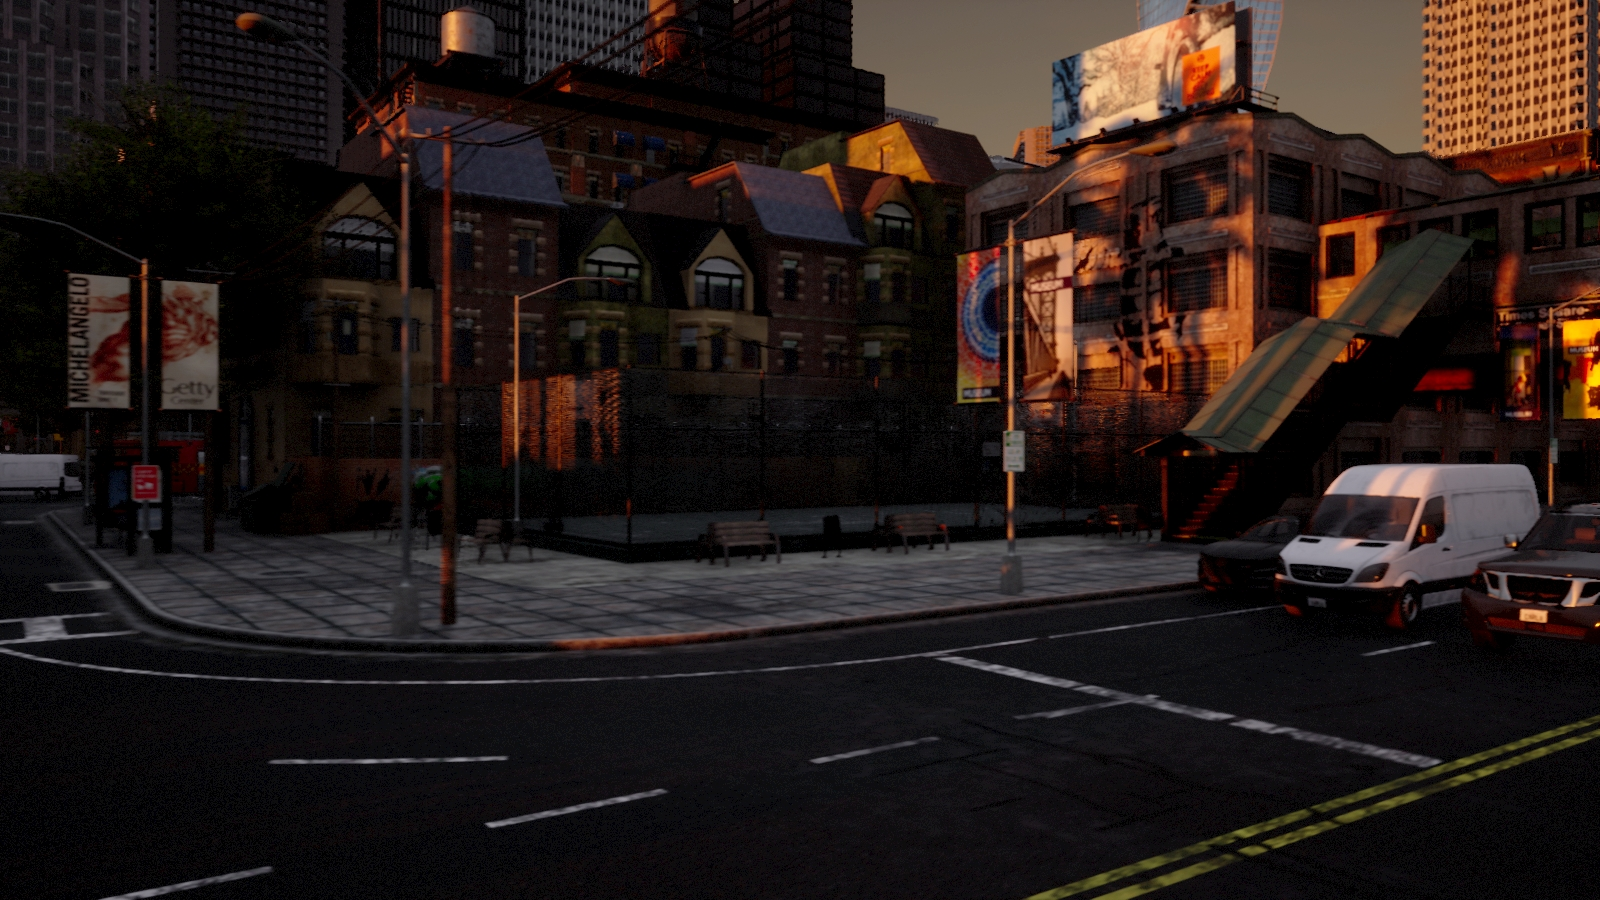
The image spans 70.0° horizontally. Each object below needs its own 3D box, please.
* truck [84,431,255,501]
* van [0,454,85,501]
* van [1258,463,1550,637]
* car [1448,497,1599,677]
[{"bbox_3d":[-36.066,0.891,65.628,8.468,3.827,2.891,0,0,-29],"label":"truck"},{"bbox_3d":[-43.802,1.535,64.248,5.915,2.561,1.988,0,0,-2],"label":"van"},{"bbox_3d":[10.556,1.535,19.743,5.915,2.561,1.988,0,0,-35],"label":"van"},{"bbox_3d":[11.745,1.780,16.301,5.566,2.045,2.150,0,0,-35],"label":"car"}]
